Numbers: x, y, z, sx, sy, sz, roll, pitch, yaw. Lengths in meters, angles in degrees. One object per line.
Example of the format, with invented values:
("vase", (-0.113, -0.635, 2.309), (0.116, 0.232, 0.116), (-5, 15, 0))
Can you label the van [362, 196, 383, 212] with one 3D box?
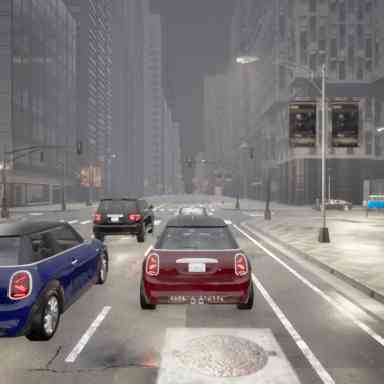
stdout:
("van", (21.423, 1.292, 37.565), (3.998, 1.788, 1.690), (0, 0, 0))

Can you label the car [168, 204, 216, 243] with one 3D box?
("car", (0.057, 1.491, 17.166), (2.128, 1.511, 4.902), (0, 0, 2))

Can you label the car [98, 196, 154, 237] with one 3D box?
("car", (-3.181, 1.222, 16.372), (2.150, 2.045, 5.566), (0, 0, 0))

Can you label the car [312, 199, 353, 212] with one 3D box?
("car", (15.805, 1.513, 37.579), (4.403, 1.369, 2.008), (0, 0, 0))

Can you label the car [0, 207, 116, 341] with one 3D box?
("car", (-3.163, 1.352, 6.660), (2.097, 1.767, 4.553), (0, 0, 0))

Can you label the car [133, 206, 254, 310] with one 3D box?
("car", (0.085, 1.352, 7.979), (2.097, 1.767, 4.553), (0, 0, 0))
